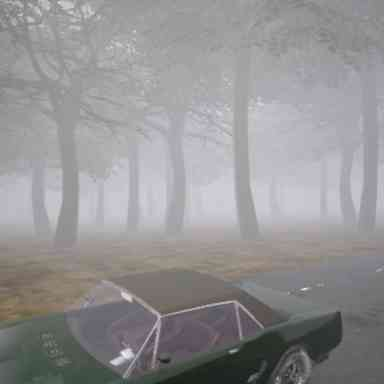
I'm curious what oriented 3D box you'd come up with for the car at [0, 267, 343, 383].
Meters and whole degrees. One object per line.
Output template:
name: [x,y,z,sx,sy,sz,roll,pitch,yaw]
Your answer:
car: [-0.556,1.616,3.455,4.718,1.301,1.895,1,0,-35]
